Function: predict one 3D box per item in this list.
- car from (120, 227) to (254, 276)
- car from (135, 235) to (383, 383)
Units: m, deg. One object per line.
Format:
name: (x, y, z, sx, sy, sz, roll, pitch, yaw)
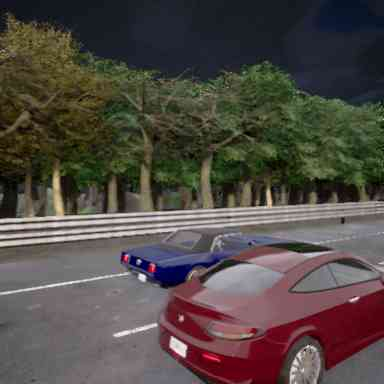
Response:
car: (0.709, 1.569, 8.553, 4.718, 1.301, 1.895, 0, 0, -35)
car: (1.717, 1.501, 4.969, 4.674, 1.442, 1.812, 0, 0, -36)
